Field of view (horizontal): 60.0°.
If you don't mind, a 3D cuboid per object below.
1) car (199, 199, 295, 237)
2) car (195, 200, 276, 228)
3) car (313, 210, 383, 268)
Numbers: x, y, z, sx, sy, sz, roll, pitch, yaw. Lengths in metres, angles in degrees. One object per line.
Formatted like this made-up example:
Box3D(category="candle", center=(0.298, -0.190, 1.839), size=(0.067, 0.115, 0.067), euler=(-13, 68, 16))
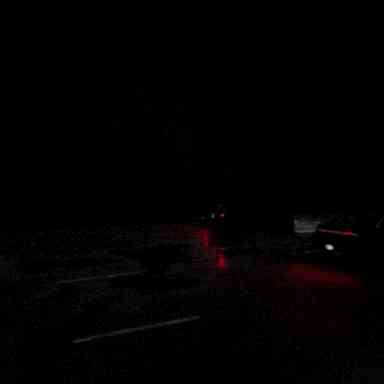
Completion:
Box3D(category="car", center=(2.901, 1.143, 16.685), size=(4.553, 1.767, 2.097), euler=(-1, 1, -25))
Box3D(category="car", center=(2.696, 1.280, 20.472), size=(4.674, 1.442, 1.812), euler=(-1, 1, -25))
Box3D(category="car", center=(6.074, 1.311, 10.443), size=(4.902, 1.511, 2.128), euler=(-1, 1, -25))
